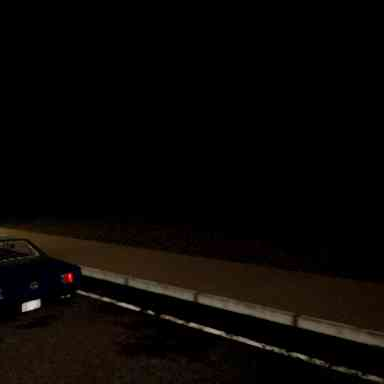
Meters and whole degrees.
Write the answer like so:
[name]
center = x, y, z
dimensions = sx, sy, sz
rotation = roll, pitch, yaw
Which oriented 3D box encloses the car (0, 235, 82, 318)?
[car]
center = -4.409, 1.541, 6.709
dimensions = 4.718, 1.301, 1.895
rotation = 1, 0, 36
